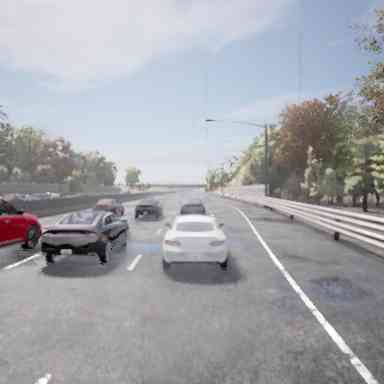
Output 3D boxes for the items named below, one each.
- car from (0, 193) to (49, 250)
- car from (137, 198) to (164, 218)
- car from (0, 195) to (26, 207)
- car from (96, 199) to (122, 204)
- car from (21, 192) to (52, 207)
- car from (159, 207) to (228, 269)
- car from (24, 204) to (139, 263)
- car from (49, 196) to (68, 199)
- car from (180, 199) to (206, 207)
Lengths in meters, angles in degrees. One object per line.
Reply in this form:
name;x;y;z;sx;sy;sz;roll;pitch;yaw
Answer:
car;-6.910;1.126;10.502;2.150;2.045;5.566;0;0;0
car;-3.401;1.271;26.856;1.837;1.490;4.892;0;0;0
car;-24.551;1.145;45.142;1.812;1.442;4.674;0;0;0
car;-6.899;1.286;27.593;1.812;1.442;4.674;0;0;0
car;-21.053;0.971;45.232;2.097;1.767;4.553;0;1;0
car;0.088;1.430;10.675;1.812;1.442;4.674;0;1;0
car;-3.409;1.389;11.466;2.128;1.511;4.902;0;1;0
car;-17.562;1.228;44.220;1.895;1.301;4.718;0;0;0
car;0.098;1.261;26.571;2.128;1.511;4.902;0;0;0
